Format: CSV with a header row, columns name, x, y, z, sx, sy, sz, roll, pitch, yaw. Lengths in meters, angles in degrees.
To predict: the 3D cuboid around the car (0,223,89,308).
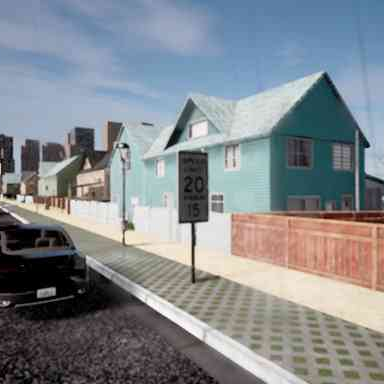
name,x,y,z,sx,sy,sz,roll,pitch,yaw
car,-3.833,1.487,7.777,1.837,1.490,4.892,0,0,-33
